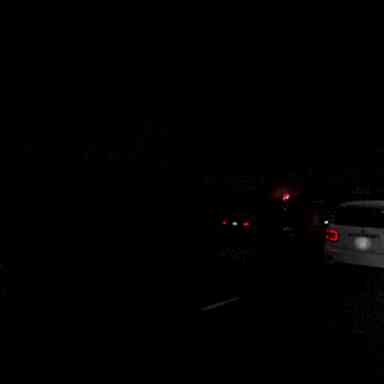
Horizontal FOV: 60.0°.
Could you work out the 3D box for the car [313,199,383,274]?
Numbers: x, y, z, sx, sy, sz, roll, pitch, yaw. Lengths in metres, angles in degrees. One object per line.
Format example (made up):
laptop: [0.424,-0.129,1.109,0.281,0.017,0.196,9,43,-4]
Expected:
car: [5.772,1.237,9.762,2.150,2.045,5.566,0,0,42]

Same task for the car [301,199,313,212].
car: [13.214,1.541,36.069,1.882,1.535,5.008,0,0,6]

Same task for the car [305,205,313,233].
car: [8.195,1.596,19.483,1.994,1.385,4.181,0,0,30]

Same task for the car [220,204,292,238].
car: [3.497,1.588,18.223,2.033,1.411,5.357,0,0,34]

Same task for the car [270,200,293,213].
car: [9.761,1.564,36.374,2.128,1.511,4.902,0,0,6]

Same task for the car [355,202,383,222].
car: [15.339,1.585,27.910,2.033,1.411,5.357,0,0,15]
